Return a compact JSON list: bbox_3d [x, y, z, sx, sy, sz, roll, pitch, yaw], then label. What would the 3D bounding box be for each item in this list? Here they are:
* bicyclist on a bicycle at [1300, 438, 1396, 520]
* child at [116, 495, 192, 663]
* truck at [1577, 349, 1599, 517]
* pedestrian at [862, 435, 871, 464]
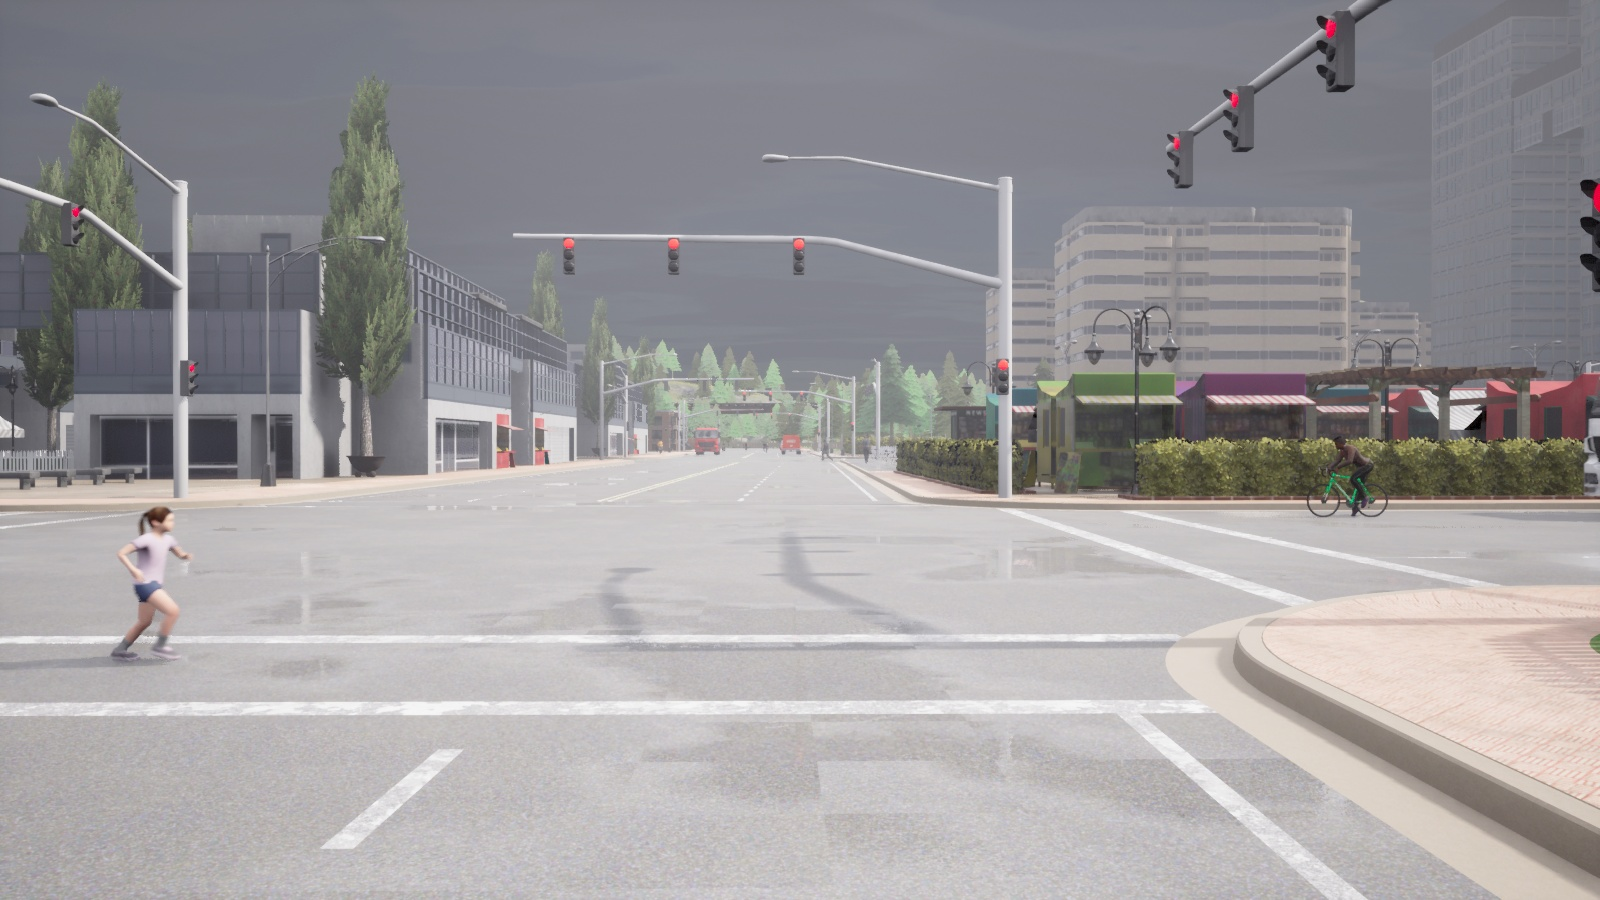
[{"bbox_3d":[10.932,0.566,25.075,1.656,1.620,0.582,0,0,-1],"label":"bicyclist on a bicycle"},{"bbox_3d":[-4.368,0.864,8.498,0.394,1.110,0.255,0,0,-7],"label":"child"},{"bbox_3d":[20.460,-0.364,25.256,7.936,3.462,2.891,0,0,-1],"label":"truck"},{"bbox_3d":[4.257,-0.047,80.654,0.540,1.848,0.694,0,0,1],"label":"pedestrian"}]
